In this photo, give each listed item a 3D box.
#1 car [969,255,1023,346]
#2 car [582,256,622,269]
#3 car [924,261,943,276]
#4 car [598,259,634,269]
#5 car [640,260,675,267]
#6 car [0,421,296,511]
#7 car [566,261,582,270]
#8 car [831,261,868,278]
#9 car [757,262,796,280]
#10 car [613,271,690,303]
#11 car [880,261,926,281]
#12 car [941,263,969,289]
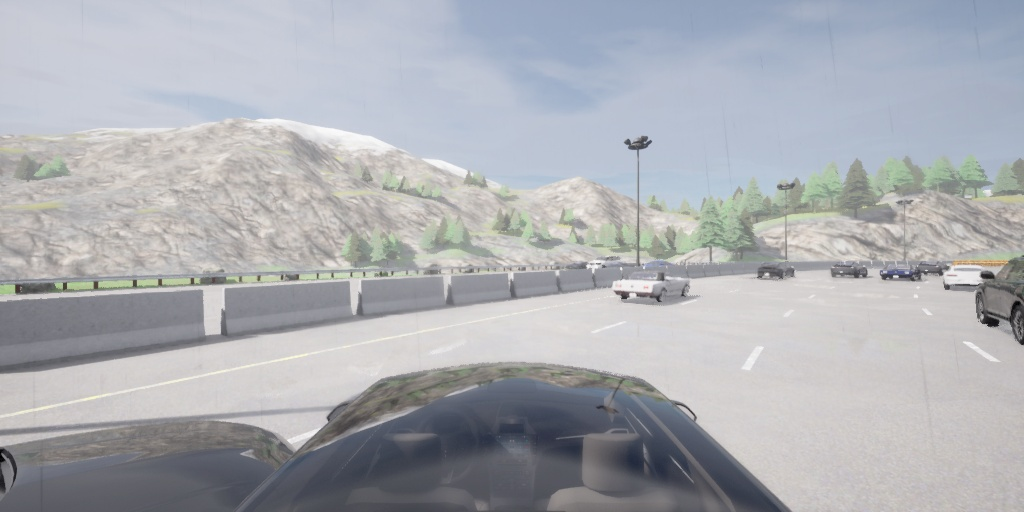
[{"bbox_3d":[13.181,0.969,8.419,2.150,2.045,5.566,0,0,44],"label":"car"},{"bbox_3d":[11.813,0.957,45.198,5.566,2.045,2.150,0,0,-38],"label":"car"},{"bbox_3d":[43.311,1.241,36.877,4.902,1.511,2.128,0,0,-31],"label":"car"},{"bbox_3d":[12.328,1.314,41.135,4.181,1.385,1.994,0,0,-39],"label":"car"},{"bbox_3d":[16.091,1.233,39.656,5.008,1.535,1.882,0,0,-38],"label":"car"},{"bbox_3d":[-2.983,1.255,0.544,4.892,1.490,1.837,0,0,-45],"label":"car"},{"bbox_3d":[9.101,1.314,47.515,4.181,1.385,1.994,0,0,-38],"label":"car"},{"bbox_3d":[31.373,1.241,33.354,4.902,1.511,2.128,0,0,-35],"label":"car"},{"bbox_3d":[23.543,1.257,31.891,4.892,1.490,1.837,-1,0,-38],"label":"car"},{"bbox_3d":[6.672,1.350,16.793,1.895,1.301,4.718,0,0,44],"label":"car"},{"bbox_3d":[32.304,1.351,29.743,4.718,1.301,1.895,0,0,-35],"label":"car"},{"bbox_3d":[27.849,1.275,21.930,4.674,1.442,1.812,0,0,-39],"label":"car"}]
